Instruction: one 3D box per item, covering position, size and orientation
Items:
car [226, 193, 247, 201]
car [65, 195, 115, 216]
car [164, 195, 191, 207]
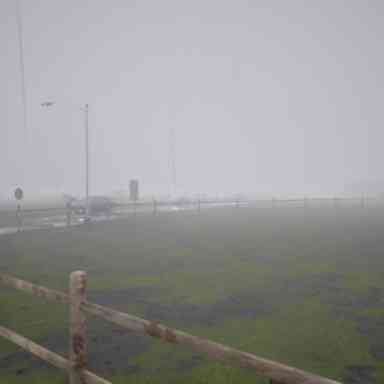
[{"bbox_3d":[8.079,0.969,59.564,2.033,1.411,5.357,0,1,33],"label":"car"},{"bbox_3d":[-8.912,1.109,29.415,2.097,1.767,4.553,0,1,26],"label":"car"},{"bbox_3d":[-1.813,1.119,43.113,1.812,1.442,4.674,0,1,29],"label":"car"}]
